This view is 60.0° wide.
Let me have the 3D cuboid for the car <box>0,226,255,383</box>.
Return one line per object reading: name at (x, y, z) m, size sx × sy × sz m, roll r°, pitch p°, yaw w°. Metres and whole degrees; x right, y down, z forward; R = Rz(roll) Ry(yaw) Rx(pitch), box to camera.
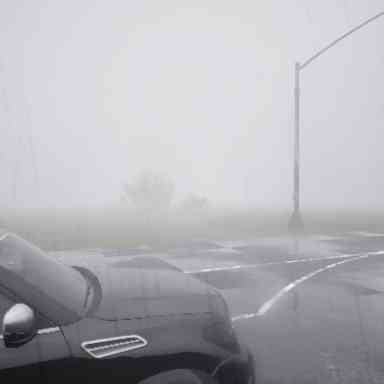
car at (-2.209, 1.225, 2.580) m, size 5.566 × 2.045 × 2.150 m, roll 0°, pitch 0°, yaw -25°
